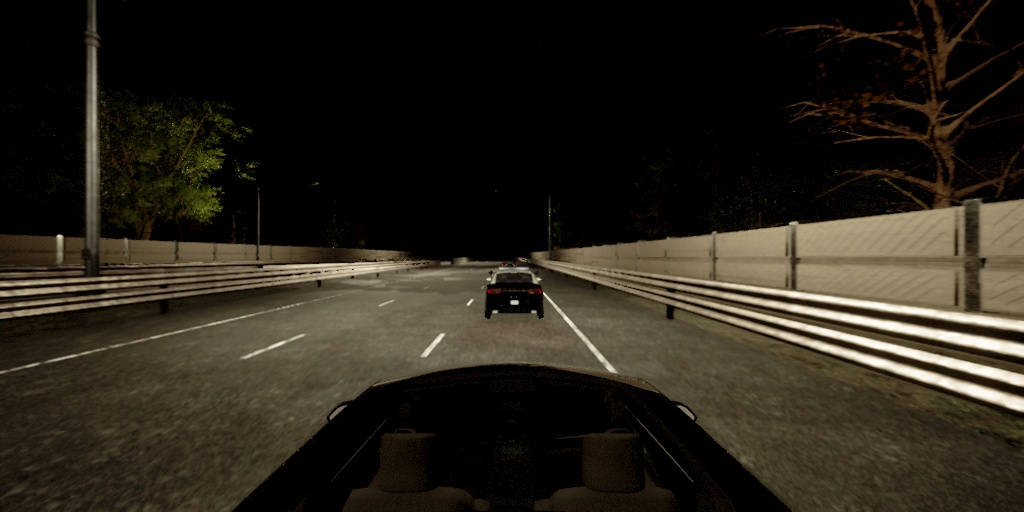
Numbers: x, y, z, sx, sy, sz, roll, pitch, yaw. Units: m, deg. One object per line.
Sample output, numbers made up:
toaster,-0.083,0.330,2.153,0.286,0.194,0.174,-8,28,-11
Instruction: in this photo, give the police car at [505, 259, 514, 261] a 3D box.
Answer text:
police car,-0.284,1.220,43.993,2.038,1.542,4.974,0,0,-1

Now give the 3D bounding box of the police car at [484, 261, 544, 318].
police car,0.067,1.165,13.148,1.930,1.638,5.238,0,0,0
